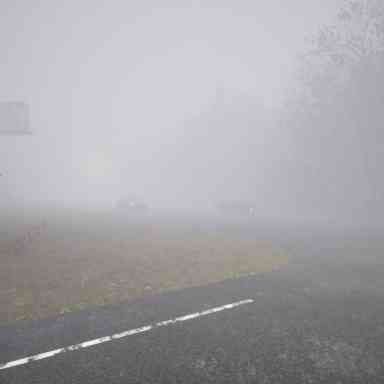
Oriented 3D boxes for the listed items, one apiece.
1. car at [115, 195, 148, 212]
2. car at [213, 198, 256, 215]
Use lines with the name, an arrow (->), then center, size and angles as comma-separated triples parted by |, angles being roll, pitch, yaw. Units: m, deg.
car -> -6.375, 1.155, 35.145 | 2.097, 1.767, 4.553 | 0, 0, -34
car -> 4.032, 1.381, 32.284 | 1.837, 1.490, 4.892 | 0, 0, -34
